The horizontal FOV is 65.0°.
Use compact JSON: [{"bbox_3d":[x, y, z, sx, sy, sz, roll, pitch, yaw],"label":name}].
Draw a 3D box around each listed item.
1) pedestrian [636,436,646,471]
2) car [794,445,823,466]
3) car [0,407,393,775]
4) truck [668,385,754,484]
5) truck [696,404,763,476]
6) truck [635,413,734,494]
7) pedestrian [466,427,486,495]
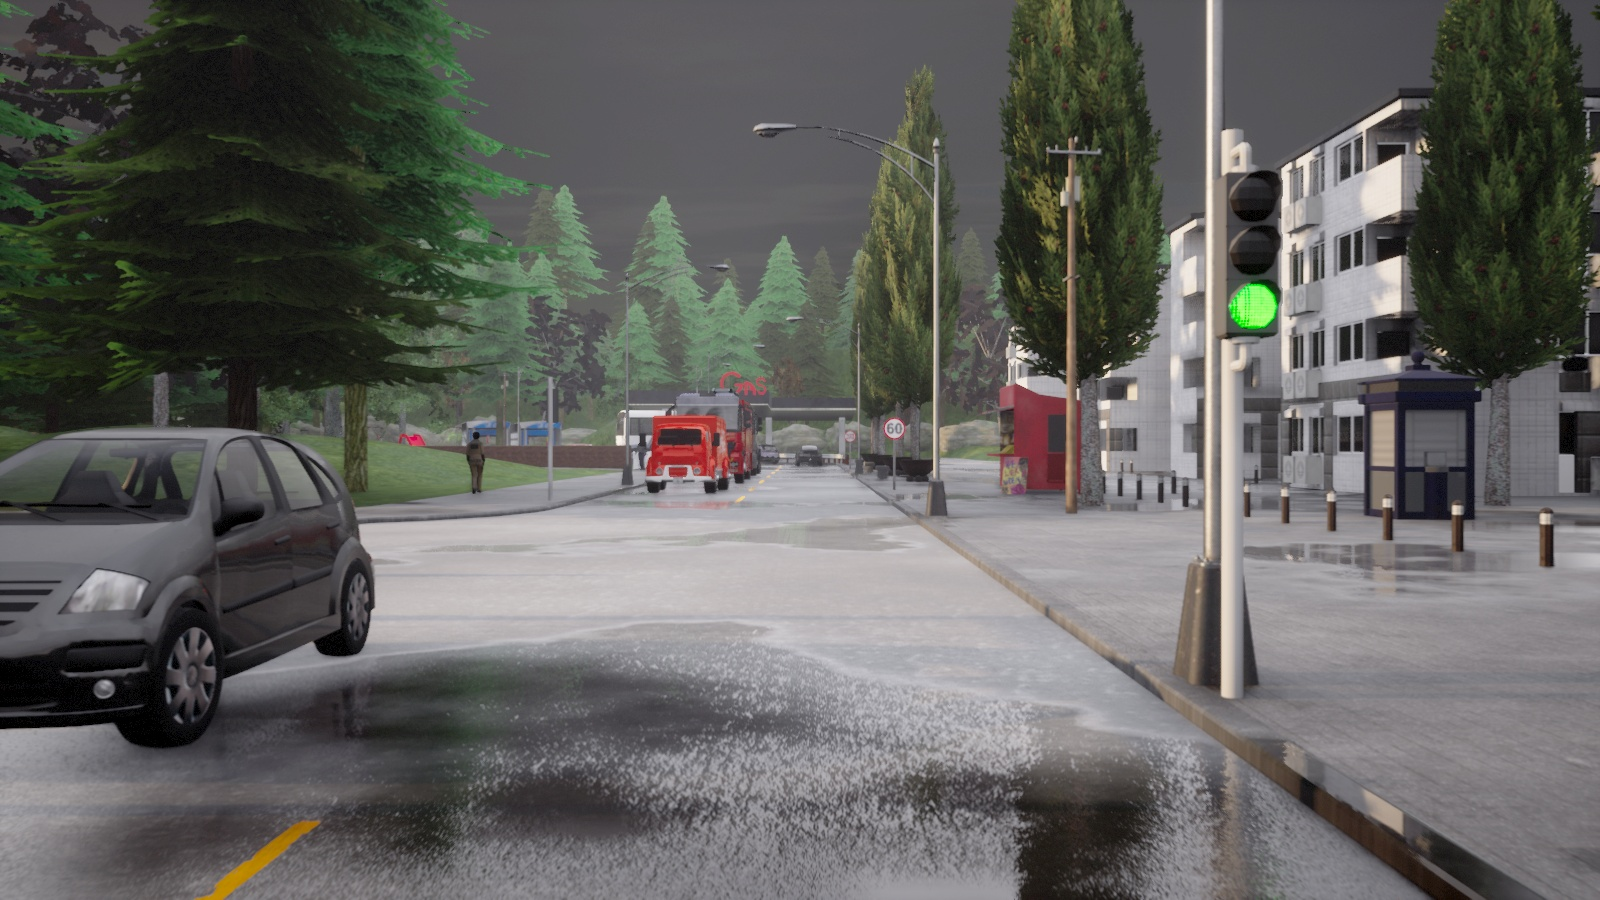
[{"bbox_3d":[-8.770,0.189,69.428,0.423,1.949,0.788,0,0,1],"label":"pedestrian"},{"bbox_3d":[0.607,0.410,91.332,1.837,1.490,4.892,0,0,-3],"label":"car"},{"bbox_3d":[-3.929,0.614,7.493,1.851,1.617,3.988,0,0,-2],"label":"car"},{"bbox_3d":[-3.596,-0.619,52.748,2.891,3.827,8.468,0,0,1],"label":"truck"},{"bbox_3d":[-3.494,-0.479,64.109,2.891,3.462,7.936,0,0,0],"label":"truck"},{"bbox_3d":[-3.669,0.104,40.850,2.627,2.467,5.204,0,0,1],"label":"truck"},{"bbox_3d":[-9.270,0.314,35.958,0.396,1.930,0.692,0,0,-2],"label":"pedestrian"}]
